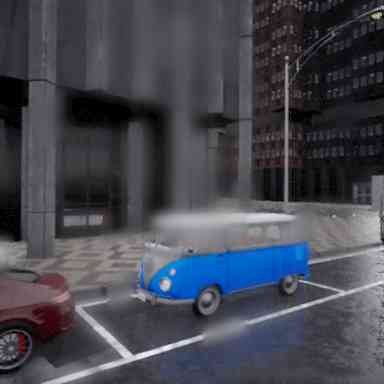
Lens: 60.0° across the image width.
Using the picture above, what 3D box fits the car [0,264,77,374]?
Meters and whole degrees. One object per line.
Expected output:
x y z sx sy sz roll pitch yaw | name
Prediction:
-3.623 1.575 4.066 4.206 1.307 1.802 1 0 -35 | car

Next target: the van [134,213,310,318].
0.810 1.385 7.225 3.998 1.788 1.690 1 0 -35 | van
